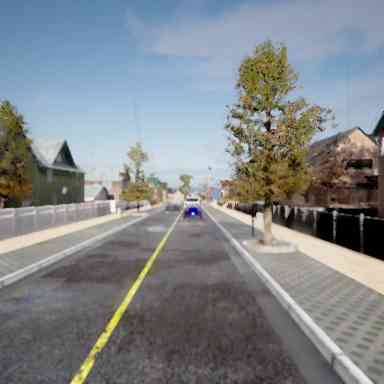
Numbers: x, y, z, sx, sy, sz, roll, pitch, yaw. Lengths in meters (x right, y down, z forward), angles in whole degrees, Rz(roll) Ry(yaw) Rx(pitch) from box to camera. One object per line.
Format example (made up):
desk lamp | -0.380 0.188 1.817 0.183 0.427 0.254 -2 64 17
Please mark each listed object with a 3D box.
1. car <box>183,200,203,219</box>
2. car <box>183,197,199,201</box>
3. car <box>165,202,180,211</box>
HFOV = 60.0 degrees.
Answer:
car | 0.095 1.829 32.695 1.812 1.442 4.674 0 -1 0
car | 0.015 1.674 44.788 2.150 2.045 5.566 0 0 1
car | -2.758 2.102 48.121 1.994 1.385 4.181 0 -1 0
